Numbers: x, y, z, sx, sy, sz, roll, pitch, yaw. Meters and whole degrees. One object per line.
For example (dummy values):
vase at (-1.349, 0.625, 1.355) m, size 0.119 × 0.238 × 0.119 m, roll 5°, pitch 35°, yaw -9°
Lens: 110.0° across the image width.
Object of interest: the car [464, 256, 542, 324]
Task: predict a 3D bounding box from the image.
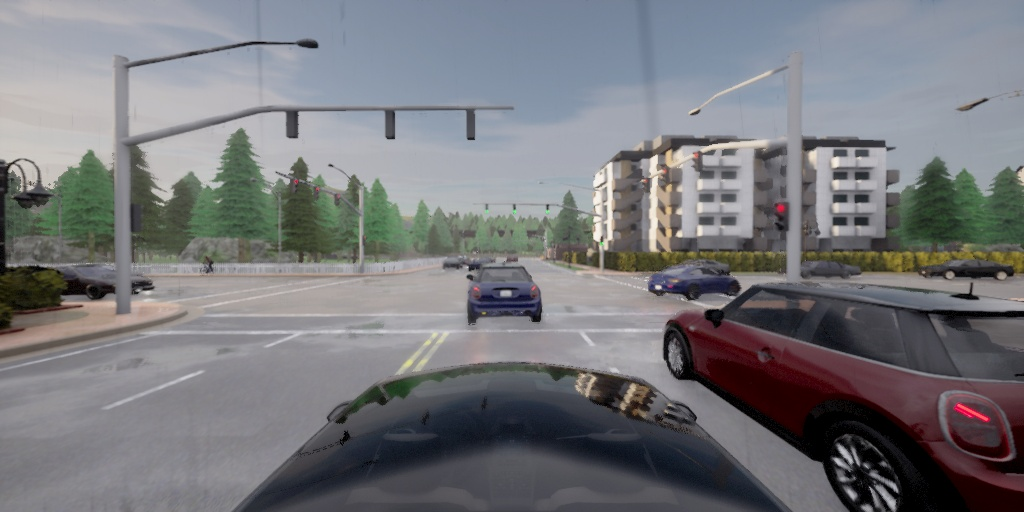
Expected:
car at (-0.414, 1.004, 11.719) m, size 2.097 × 1.767 × 4.553 m, roll 0°, pitch 1°, yaw -7°

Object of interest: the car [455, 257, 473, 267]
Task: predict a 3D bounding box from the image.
car at (-7.078, 0.816, 53.197) m, size 1.994 × 1.385 × 4.181 m, roll 0°, pitch 1°, yaw 0°

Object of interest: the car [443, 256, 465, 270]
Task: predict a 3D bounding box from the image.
car at (-7.079, 0.825, 43.279) m, size 1.882 × 1.535 × 5.008 m, roll 0°, pitch 1°, yaw 0°

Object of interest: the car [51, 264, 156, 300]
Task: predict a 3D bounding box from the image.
car at (-19.486, 1.157, 16.101) m, size 5.357 × 1.411 × 2.033 m, roll 0°, pitch 1°, yaw -1°

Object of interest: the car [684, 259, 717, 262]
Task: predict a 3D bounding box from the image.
car at (14.060, 0.993, 27.477) m, size 4.902 × 1.511 × 2.128 m, roll 0°, pitch 1°, yaw -2°

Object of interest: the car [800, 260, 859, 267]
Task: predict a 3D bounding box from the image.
car at (23.799, 1.047, 27.783) m, size 5.357 × 1.411 × 2.033 m, roll 0°, pitch 1°, yaw 0°

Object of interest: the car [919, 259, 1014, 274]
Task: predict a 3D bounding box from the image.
car at (33.931, 0.986, 26.935) m, size 5.008 × 1.535 × 1.882 m, roll 0°, pitch 1°, yaw 11°

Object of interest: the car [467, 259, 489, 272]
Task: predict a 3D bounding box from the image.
car at (-3.596, 0.991, 38.925) m, size 1.895 × 1.301 × 4.718 m, roll 0°, pitch 1°, yaw 0°

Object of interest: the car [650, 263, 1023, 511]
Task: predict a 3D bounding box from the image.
car at (3.599, 1.077, 4.239) m, size 2.097 × 1.767 × 4.553 m, roll 0°, pitch 1°, yaw 0°

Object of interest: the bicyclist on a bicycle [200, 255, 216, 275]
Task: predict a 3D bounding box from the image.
bicyclist on a bicycle at (-25.798, 0.773, 30.426) m, size 0.582 × 1.620 × 1.656 m, roll 0°, pitch 1°, yaw -1°

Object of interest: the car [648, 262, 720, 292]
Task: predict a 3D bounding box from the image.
car at (8.213, 1.136, 16.185) m, size 4.674 × 1.442 × 1.812 m, roll 0°, pitch -1°, yaw -28°
